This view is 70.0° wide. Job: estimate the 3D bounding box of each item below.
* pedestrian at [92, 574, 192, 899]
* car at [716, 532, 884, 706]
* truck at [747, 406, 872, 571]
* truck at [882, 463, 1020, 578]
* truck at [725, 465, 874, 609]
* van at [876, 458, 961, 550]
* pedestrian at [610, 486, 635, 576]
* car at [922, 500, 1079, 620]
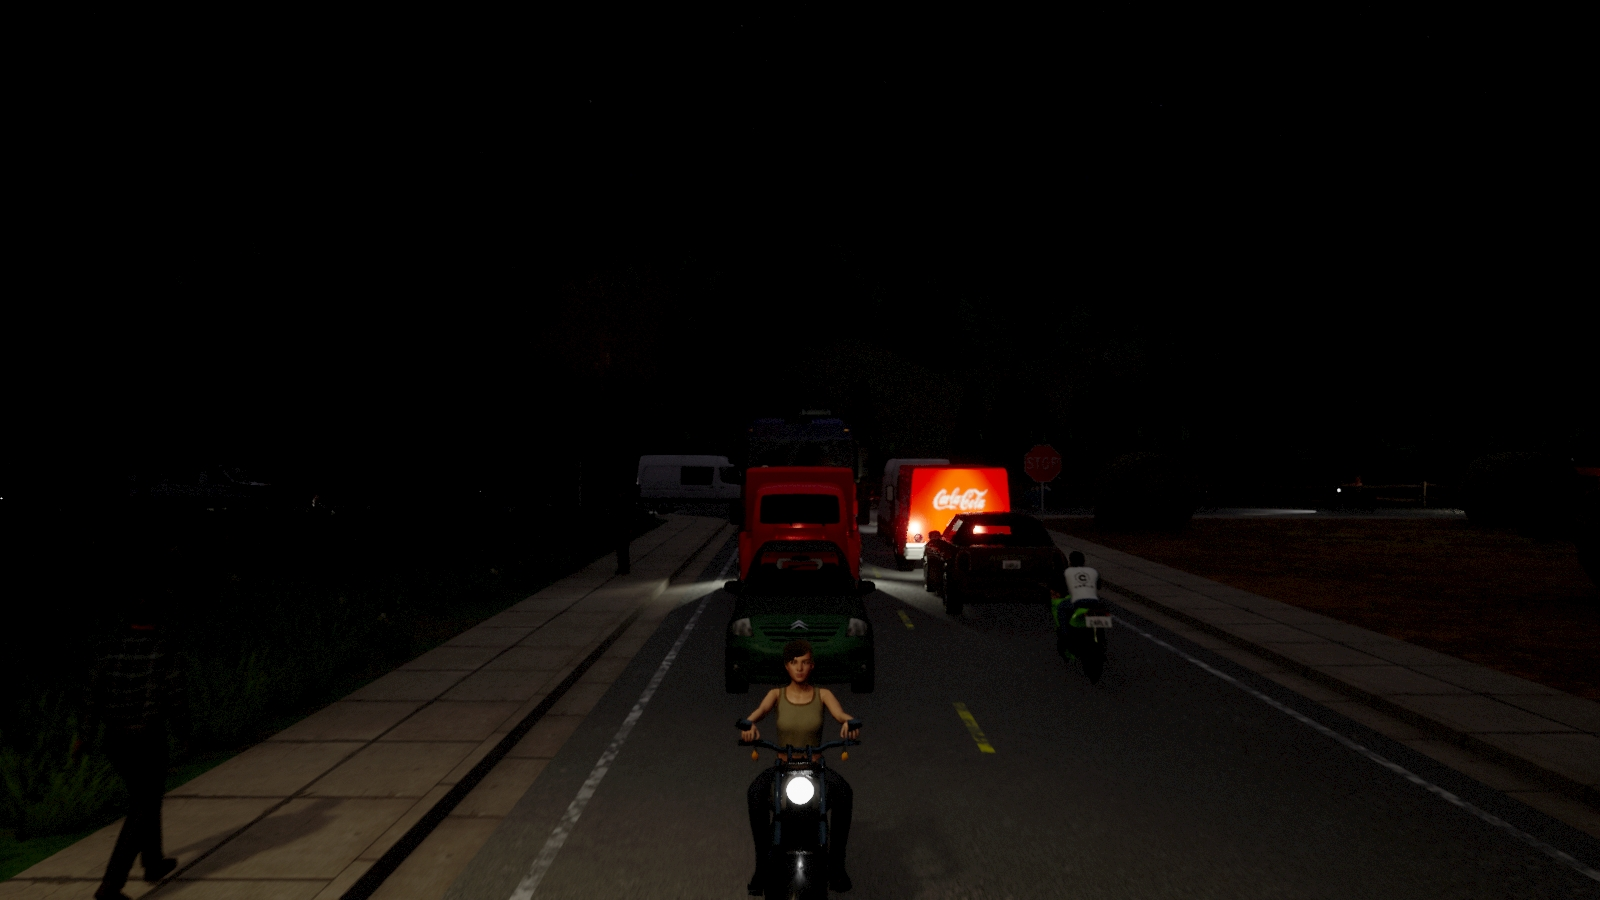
[{"bbox_3d":[-3.928,1.696,6.830,0.375,1.860,0.375,0,0,2],"label":"pedestrian"},{"bbox_3d":[0.000,2.000,14.526,1.851,1.617,3.988,0,0,0],"label":"car"},{"bbox_3d":[0.200,0.892,30.742,2.891,3.827,8.468,0,0,0],"label":"truck"},{"bbox_3d":[3.503,1.570,27.613,2.627,2.467,5.204,0,0,0],"label":"truck"},{"bbox_3d":[-0.009,1.570,22.687,2.627,2.467,5.204,0,0,0],"label":"truck"},{"bbox_3d":[3.510,1.536,34.987,1.988,2.561,5.915,0,0,0],"label":"van"},{"bbox_3d":[-3.743,1.695,24.143,0.375,1.860,0.375,0,0,28],"label":"pedestrian"},{"bbox_3d":[3.531,1.908,21.040,2.097,1.767,4.553,0,0,0],"label":"car"}]
